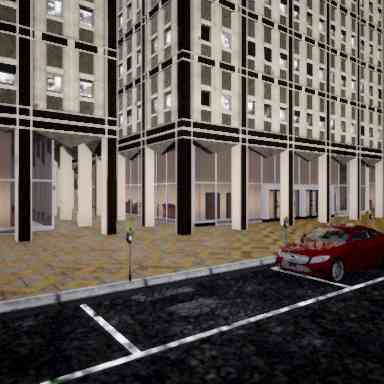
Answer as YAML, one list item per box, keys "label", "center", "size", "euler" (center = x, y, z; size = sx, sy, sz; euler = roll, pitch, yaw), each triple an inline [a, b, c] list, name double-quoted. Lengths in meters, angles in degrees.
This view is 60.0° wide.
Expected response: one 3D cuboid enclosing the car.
- label: "car"
  center: [4.227, 1.582, 9.575]
  size: [4.206, 1.307, 1.802]
  euler: [0, 0, -35]
